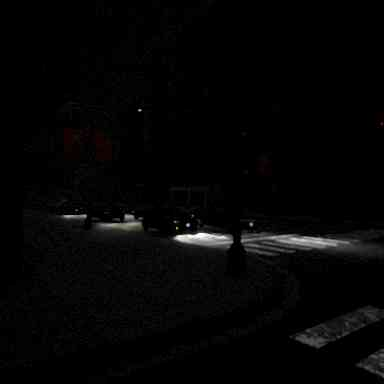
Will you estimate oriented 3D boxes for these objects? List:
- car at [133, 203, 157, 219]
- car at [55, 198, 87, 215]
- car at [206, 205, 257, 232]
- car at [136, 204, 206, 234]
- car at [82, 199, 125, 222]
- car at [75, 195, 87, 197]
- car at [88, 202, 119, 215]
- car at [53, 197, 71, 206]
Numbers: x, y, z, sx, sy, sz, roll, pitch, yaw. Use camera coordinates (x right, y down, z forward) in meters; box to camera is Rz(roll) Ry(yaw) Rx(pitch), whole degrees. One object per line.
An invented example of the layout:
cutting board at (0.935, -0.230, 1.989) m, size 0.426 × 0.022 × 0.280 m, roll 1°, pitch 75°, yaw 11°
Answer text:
car at (-3.462, 1.685, 28.565) m, size 1.812 × 1.442 × 4.674 m, roll 0°, pitch 0°, yaw -36°
car at (-13.509, 1.690, 36.996) m, size 1.837 × 1.490 × 4.892 m, roll 0°, pitch 0°, yaw -35°
car at (1.951, 1.615, 21.052) m, size 2.128 × 1.511 × 4.902 m, roll 0°, pitch -1°, yaw -36°
car at (-1.388, 1.669, 20.102) m, size 1.994 × 1.385 × 4.181 m, roll 0°, pitch -1°, yaw -36°
car at (-7.441, 1.623, 28.535) m, size 1.882 × 1.535 × 5.008 m, roll 0°, pitch -1°, yaw -36°
car at (-22.105, 1.579, 65.997) m, size 2.150 × 2.045 × 5.566 m, roll 0°, pitch 0°, yaw -36°
car at (-10.093, 1.803, 37.801) m, size 1.895 × 1.301 × 4.718 m, roll 0°, pitch 0°, yaw -36°
car at (-25.390, 1.829, 64.994) m, size 2.128 × 1.511 × 4.902 m, roll 0°, pitch 0°, yaw -36°
